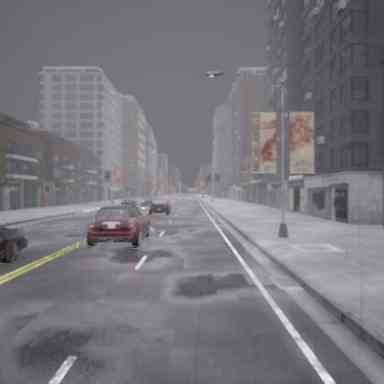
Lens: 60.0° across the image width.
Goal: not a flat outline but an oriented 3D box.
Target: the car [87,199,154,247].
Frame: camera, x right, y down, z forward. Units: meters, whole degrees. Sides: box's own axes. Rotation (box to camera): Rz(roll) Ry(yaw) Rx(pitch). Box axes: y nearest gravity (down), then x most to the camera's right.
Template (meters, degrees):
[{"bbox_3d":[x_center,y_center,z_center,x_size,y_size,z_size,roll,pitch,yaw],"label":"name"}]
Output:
[{"bbox_3d":[-3.151,1.359,15.126,2.097,1.767,4.553,0,0,0],"label":"car"}]

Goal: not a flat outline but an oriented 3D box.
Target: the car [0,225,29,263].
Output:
[{"bbox_3d":[-6.601,1.552,9.235,2.033,1.411,5.357,0,0,0],"label":"car"}]

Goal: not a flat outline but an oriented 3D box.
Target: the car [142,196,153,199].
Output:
[{"bbox_3d":[-6.566,1.376,51.413,2.097,1.767,4.553,0,0,0],"label":"car"}]

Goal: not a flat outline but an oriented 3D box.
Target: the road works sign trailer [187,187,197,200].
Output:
[{"bbox_3d":[0.004,0.507,84.982,2.380,3.560,2.880,0,0,0],"label":"road works sign trailer"}]

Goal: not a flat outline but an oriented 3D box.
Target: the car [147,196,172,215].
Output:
[{"bbox_3d":[-3.138,1.493,33.897,1.882,1.535,5.008,0,0,0],"label":"car"}]
